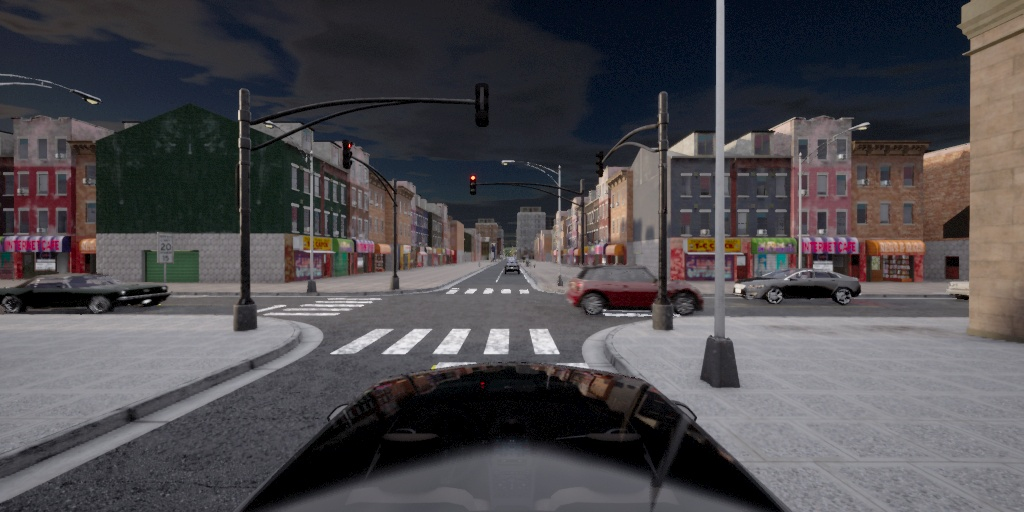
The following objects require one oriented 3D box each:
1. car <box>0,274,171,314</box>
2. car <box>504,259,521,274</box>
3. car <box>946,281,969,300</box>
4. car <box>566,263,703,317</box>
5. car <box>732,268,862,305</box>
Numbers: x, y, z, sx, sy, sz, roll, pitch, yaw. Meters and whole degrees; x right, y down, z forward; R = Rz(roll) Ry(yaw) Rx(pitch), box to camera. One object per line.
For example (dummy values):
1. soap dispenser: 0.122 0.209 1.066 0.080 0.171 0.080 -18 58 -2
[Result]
1. car: -15.334 1.310 12.863 4.718 1.301 1.895 0 0 0
2. car: 0.011 1.313 40.659 1.948 1.339 4.313 0 0 0
3. car: 22.492 1.418 15.850 4.718 1.301 1.895 0 0 0
4. car: 4.310 1.123 12.883 4.553 1.767 2.097 0 0 0
5. car: 12.446 1.277 15.841 4.902 1.511 2.128 0 0 0
